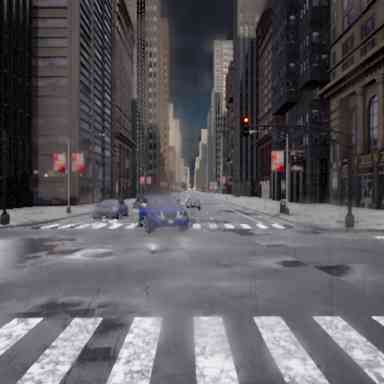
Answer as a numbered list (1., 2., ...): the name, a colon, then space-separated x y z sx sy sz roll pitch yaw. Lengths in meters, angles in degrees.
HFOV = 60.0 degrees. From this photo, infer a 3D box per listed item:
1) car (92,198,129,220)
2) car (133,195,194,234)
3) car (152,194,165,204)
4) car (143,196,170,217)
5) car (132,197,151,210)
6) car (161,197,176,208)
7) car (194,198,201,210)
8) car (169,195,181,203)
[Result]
1. car: -6.626 1.327 27.452 2.097 1.767 4.553 0 0 1
2. car: -1.880 1.201 19.725 2.150 2.045 5.566 -1 0 -17
3. car: -6.443 1.277 63.876 2.097 1.767 4.553 0 0 0
4. car: -3.317 1.321 31.970 2.097 1.767 4.553 0 0 0
5. car: -6.558 1.458 43.700 1.837 1.490 4.892 0 0 0
6. car: -3.307 1.473 47.895 1.812 1.442 4.674 0 0 0
7. car: 0.141 1.502 42.662 2.033 1.411 5.357 0 0 0
8. car: -3.193 1.272 63.843 1.994 1.385 4.181 0 0 0
